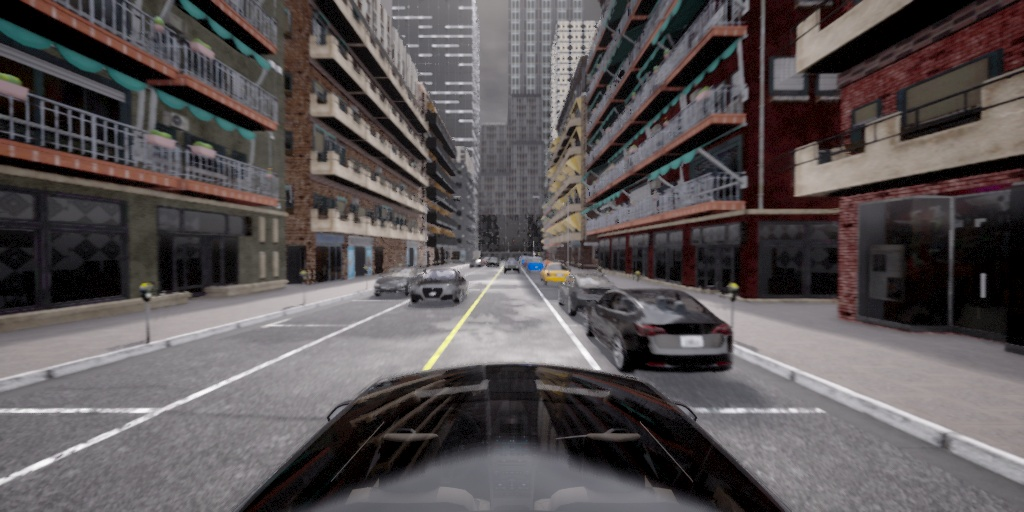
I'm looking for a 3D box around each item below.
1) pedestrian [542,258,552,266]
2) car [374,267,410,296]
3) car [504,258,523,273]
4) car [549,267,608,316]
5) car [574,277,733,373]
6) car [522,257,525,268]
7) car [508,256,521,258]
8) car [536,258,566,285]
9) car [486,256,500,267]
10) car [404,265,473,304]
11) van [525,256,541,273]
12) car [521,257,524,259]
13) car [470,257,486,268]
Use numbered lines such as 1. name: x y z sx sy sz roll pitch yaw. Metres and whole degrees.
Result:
1. pedestrian: 2.795 1.001 28.193 0.375 1.860 0.375 -7 1 -3
2. car: -5.699 1.255 18.647 2.007 1.370 4.403 0 0 0
3. car: 0.015 1.249 41.296 1.895 1.301 4.718 0 0 1
4. car: 2.684 1.271 13.020 2.007 1.370 4.403 0 0 0
5. car: 2.686 1.301 7.417 1.948 1.339 4.313 0 0 0
6. car: 2.670 1.185 46.631 2.007 1.370 4.403 0 0 0
7. car: -0.019 0.962 55.642 2.097 1.767 4.553 0 0 0
8. car: 2.989 1.144 25.221 1.801 1.575 5.366 0 0 0
9. car: -3.053 0.956 59.094 2.097 1.767 4.553 0 0 0
10. car: -3.103 1.276 16.000 1.994 1.385 4.181 0 0 0
11. van: 2.672 0.989 41.030 1.690 1.789 3.998 0 0 0
12. car: 2.667 1.165 52.233 1.888 1.381 4.507 0 0 0
13. car: -5.716 1.172 57.860 1.948 1.339 4.313 0 0 0
